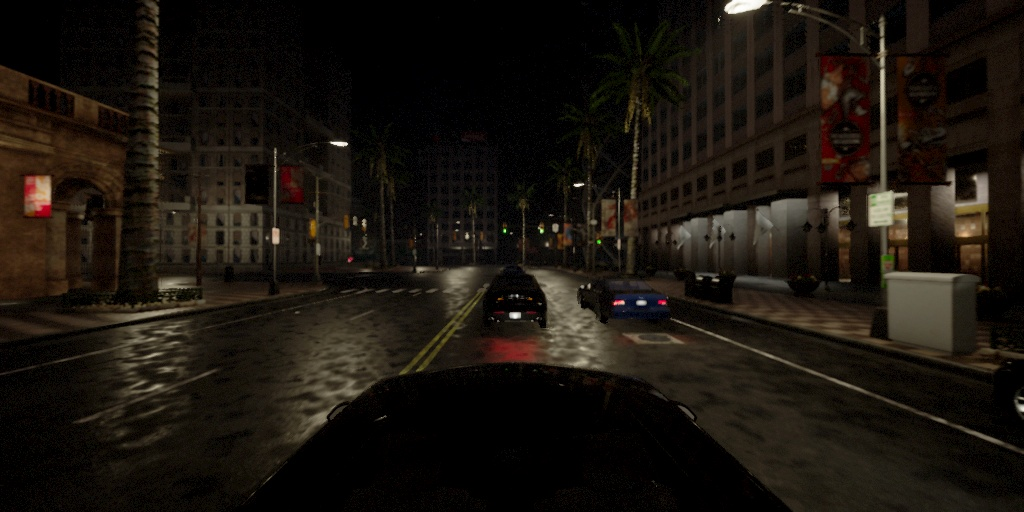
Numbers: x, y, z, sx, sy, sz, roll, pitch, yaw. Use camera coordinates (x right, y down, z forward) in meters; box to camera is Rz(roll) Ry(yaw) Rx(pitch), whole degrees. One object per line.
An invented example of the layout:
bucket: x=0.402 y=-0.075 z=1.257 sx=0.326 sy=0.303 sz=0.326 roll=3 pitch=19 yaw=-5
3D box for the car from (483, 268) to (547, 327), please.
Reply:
car: x=0.087 y=1.325 z=11.869 sx=1.837 sy=1.490 sz=4.892 roll=0 pitch=0 yaw=0

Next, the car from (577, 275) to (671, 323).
car: x=3.591 y=1.371 z=12.469 sx=2.033 sy=1.411 sz=5.357 roll=0 pitch=0 yaw=0

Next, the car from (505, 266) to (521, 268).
car: x=0.077 y=1.443 z=26.108 sx=1.812 sy=1.442 sz=4.674 roll=0 pitch=0 yaw=0
